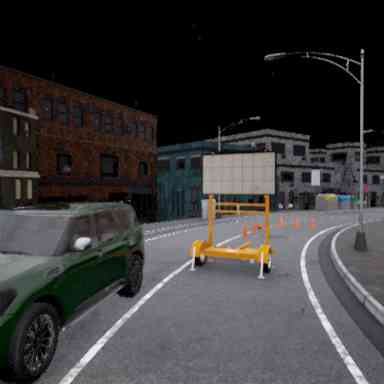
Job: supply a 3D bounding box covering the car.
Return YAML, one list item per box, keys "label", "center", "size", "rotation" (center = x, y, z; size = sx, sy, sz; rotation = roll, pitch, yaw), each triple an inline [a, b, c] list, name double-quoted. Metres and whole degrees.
- label: "car"
  center: [-2.542, 1.232, 5.919]
  size: [2.150, 2.045, 5.566]
  rotation: [0, 0, 11]

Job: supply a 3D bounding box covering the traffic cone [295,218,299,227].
- label: "traffic cone"
  center: [7.013, 2.054, 22.194]
  size: [0.340, 0.580, 0.340]
  rotation: [1, 0, 24]

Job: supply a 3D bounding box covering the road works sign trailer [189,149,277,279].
- label: "road works sign trailer"
  center: [1.498, 0.500, 10.512]
  size: [2.380, 3.560, 2.880]
  rotation: [0, 0, 24]

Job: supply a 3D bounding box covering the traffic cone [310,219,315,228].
- label: "traffic cone"
  center: [7.929, 2.065, 21.794]
  size: [0.340, 0.580, 0.340]
  rotation: [1, 0, 24]
